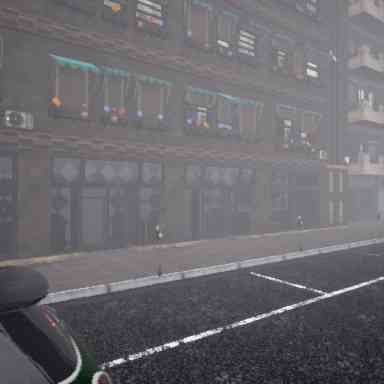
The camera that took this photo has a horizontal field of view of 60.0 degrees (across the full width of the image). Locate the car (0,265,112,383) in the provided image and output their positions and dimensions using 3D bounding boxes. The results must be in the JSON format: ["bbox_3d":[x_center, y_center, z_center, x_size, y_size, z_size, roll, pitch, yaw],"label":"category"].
[{"bbox_3d":[-2.643,1.353,1.487,4.553,1.767,2.097,0,0,-35],"label":"car"}]
